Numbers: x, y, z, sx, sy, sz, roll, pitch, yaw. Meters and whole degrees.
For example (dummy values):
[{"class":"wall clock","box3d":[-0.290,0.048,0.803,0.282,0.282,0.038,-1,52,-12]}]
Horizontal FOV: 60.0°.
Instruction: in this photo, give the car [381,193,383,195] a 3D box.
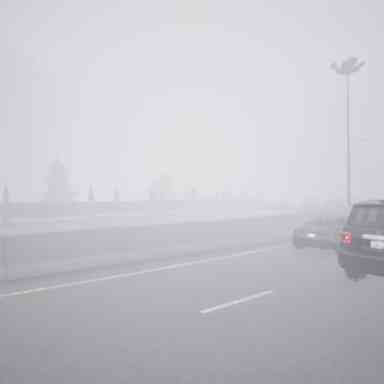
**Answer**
[{"class":"car","box3d":[44.606,1.240,76.207,2.150,2.045,5.566,-1,0,5]}]

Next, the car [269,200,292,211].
[{"class":"car","box3d":[11.544,1.711,43.303,1.895,1.301,4.718,-1,0,29]}]

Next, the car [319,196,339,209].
[{"class":"car","box3d":[16.287,1.537,37.688,2.128,1.511,4.902,-1,0,31]}]

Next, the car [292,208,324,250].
[{"class":"car","box3d":[5.852,1.561,13.538,4.181,1.385,1.994,0,0,-43]}]

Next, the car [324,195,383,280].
[{"class":"car","box3d":[5.969,1.206,8.849,5.566,2.045,2.150,0,0,-41]}]

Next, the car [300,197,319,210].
[{"class":"car","box3d":[15.594,1.435,43.508,2.097,1.767,4.553,-1,0,28]}]
